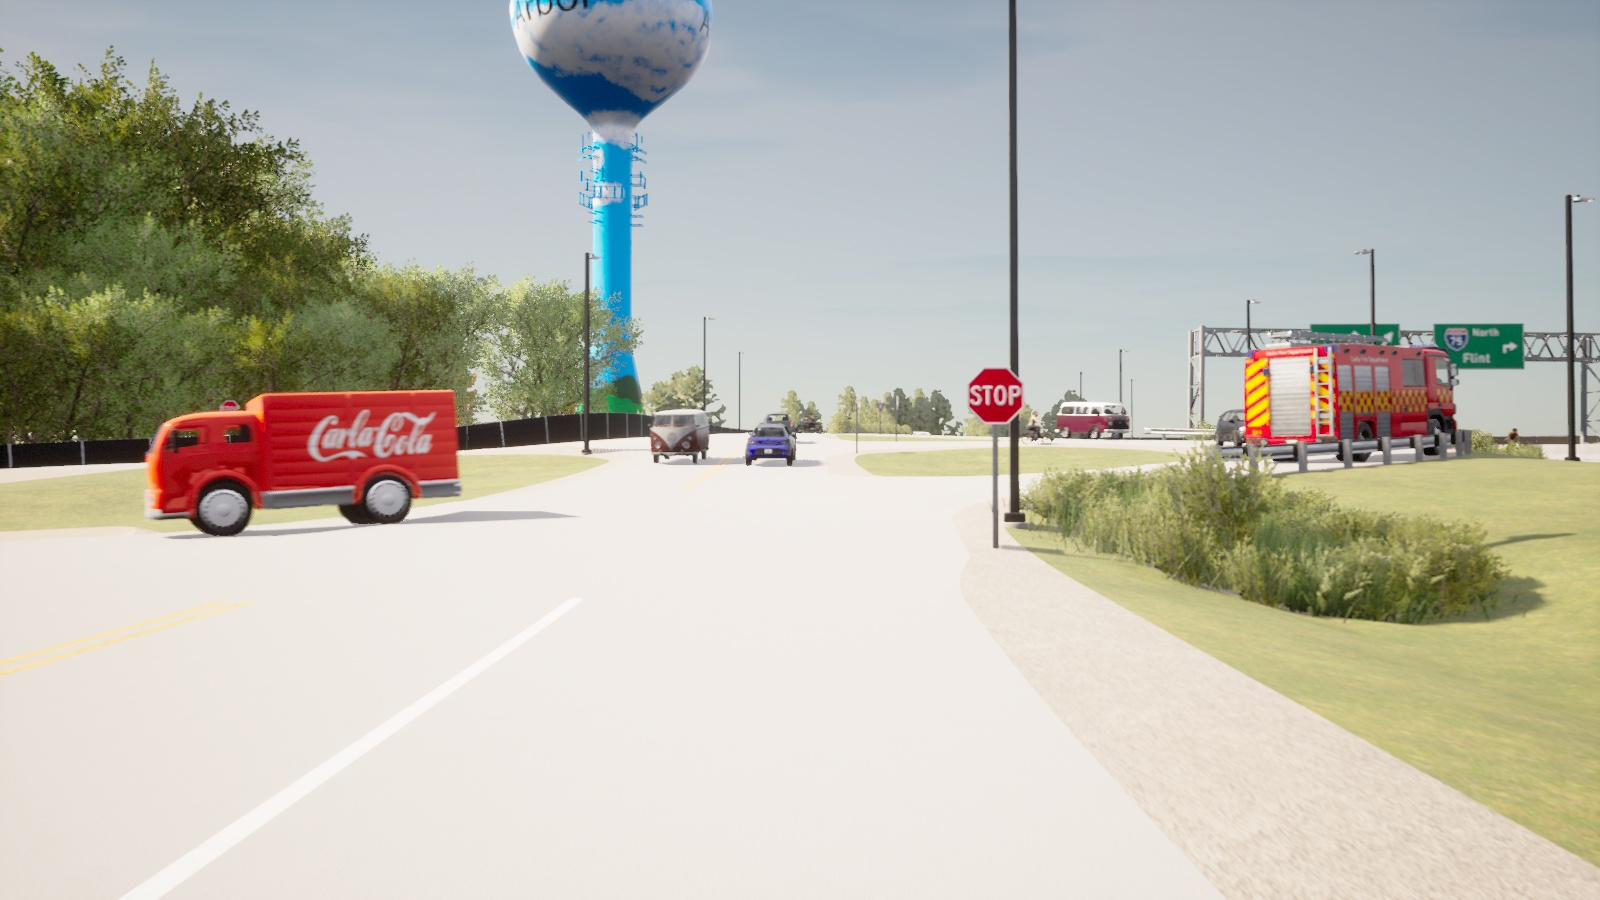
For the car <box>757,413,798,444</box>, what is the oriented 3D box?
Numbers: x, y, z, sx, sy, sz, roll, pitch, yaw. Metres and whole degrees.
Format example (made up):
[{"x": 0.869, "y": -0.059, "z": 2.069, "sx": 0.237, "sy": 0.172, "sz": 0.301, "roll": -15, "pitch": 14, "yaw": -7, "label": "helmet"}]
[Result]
[{"x": -1.178, "y": -1.116, "z": 64.208, "sx": 1.845, "sy": 1.501, "sz": 3.633, "roll": 0, "pitch": 3, "yaw": -5, "label": "car"}]

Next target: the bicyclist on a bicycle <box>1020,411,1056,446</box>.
[{"x": 11.275, "y": -1.026, "z": 59.416, "sx": 1.509, "sy": 1.612, "sz": 0.866, "roll": 0, "pitch": 2, "yaw": -1, "label": "bicyclist on a bicycle"}]

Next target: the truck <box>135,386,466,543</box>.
[{"x": -9.144, "y": 0.212, "z": 23.044, "sx": 5.204, "sy": 2.467, "sz": 2.627, "roll": -3, "pitch": 0, "yaw": -30, "label": "truck"}]

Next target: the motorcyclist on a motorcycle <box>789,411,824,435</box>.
[{"x": 0.463, "y": -1.917, "z": 89.248, "sx": 2.350, "sy": 1.649, "sz": 0.766, "roll": 1, "pitch": 3, "yaw": -27, "label": "motorcyclist on a motorcycle"}]

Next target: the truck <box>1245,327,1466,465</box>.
[{"x": 17.272, "y": -1.621, "z": 38.690, "sx": 8.468, "sy": 3.827, "sz": 2.891, "roll": -2, "pitch": 1, "yaw": -41, "label": "truck"}]

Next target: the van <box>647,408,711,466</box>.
[{"x": -4.529, "y": -0.538, "z": 47.407, "sx": 1.775, "sy": 1.987, "sz": 4.442, "roll": 0, "pitch": 3, "yaw": 3, "label": "van"}]

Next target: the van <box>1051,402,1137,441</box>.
[{"x": 15.797, "y": -1.549, "z": 67.705, "sx": 2.069, "sy": 2.038, "sz": 4.480, "roll": 0, "pitch": 2, "yaw": -27, "label": "van"}]

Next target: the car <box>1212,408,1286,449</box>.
[{"x": 18.672, "y": -0.914, "z": 52.378, "sx": 1.851, "sy": 1.617, "sz": 3.988, "roll": 0, "pitch": 2, "yaw": 3, "label": "car"}]

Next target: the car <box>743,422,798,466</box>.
[{"x": -1.059, "y": -0.260, "z": 47.078, "sx": 1.816, "sy": 1.474, "sz": 4.193, "roll": 0, "pitch": 3, "yaw": 2, "label": "car"}]
